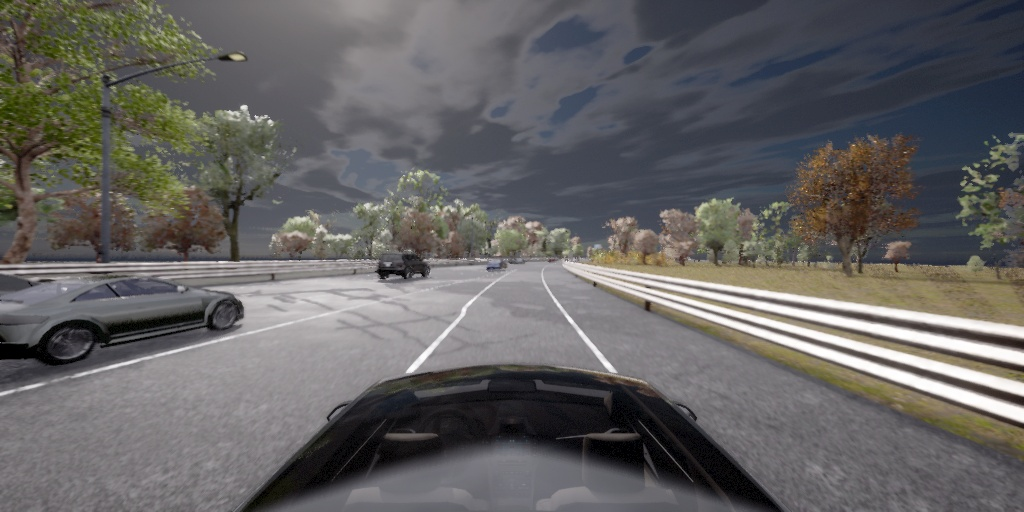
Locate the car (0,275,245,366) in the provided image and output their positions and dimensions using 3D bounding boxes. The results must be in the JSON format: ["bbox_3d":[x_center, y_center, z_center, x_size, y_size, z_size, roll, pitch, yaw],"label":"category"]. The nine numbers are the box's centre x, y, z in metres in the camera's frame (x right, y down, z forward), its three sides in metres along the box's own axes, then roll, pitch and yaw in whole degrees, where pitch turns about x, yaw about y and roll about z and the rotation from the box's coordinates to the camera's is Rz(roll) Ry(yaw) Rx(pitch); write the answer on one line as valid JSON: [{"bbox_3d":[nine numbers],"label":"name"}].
[{"bbox_3d":[-7.906,1.079,7.343,1.994,1.385,4.181,0,0,8],"label":"car"}]

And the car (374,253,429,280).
[{"bbox_3d":[-8.411,0.767,28.145,2.150,2.045,5.566,0,0,9],"label":"car"}]

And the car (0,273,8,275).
[{"bbox_3d":[-11.443,1.009,7.324,1.837,1.490,4.892,0,0,8],"label":"car"}]

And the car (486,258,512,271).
[{"bbox_3d":[-1.855,1.142,45.577,2.033,1.411,5.357,0,0,10],"label":"car"}]
